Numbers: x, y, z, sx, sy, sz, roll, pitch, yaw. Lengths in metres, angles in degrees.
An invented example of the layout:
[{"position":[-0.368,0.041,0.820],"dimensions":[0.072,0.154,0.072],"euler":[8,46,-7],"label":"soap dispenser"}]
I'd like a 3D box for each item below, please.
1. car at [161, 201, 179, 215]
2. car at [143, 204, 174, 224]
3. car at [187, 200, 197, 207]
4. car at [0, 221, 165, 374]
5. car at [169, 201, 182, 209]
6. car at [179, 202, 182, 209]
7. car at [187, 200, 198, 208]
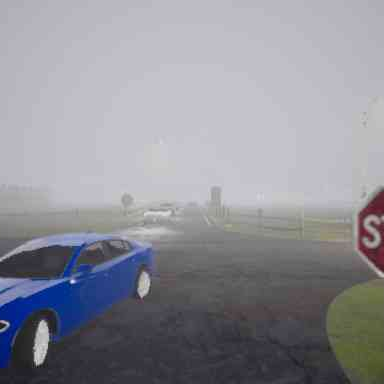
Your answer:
[{"position":[-2.843,1.895,37.536],"dimensions":[1.882,1.535,5.008],"euler":[0,-1,0],"label":"car"},{"position":[-2.881,1.913,28.052],"dimensions":[1.895,1.301,4.718],"euler":[0,-1,1],"label":"car"},{"position":[-0.001,2.374,70.494],"dimensions":[1.895,1.301,4.718],"euler":[0,-1,0],"label":"car"},{"position":[-2.366,1.547,6.085],"dimensions":[1.882,1.535,5.008],"euler":[-1,-1,17],"label":"car"},{"position":[-2.792,2.200,57.352],"dimensions":[1.994,1.385,4.181],"euler":[0,-1,0],"label":"car"},{"position":[-2.826,2.090,47.342],"dimensions":[1.994,1.385,4.181],"euler":[0,-1,1],"label":"car"},{"position":[0.074,2.146,60.356],"dimensions":[1.882,1.535,5.008],"euler":[0,-1,0],"label":"car"}]
